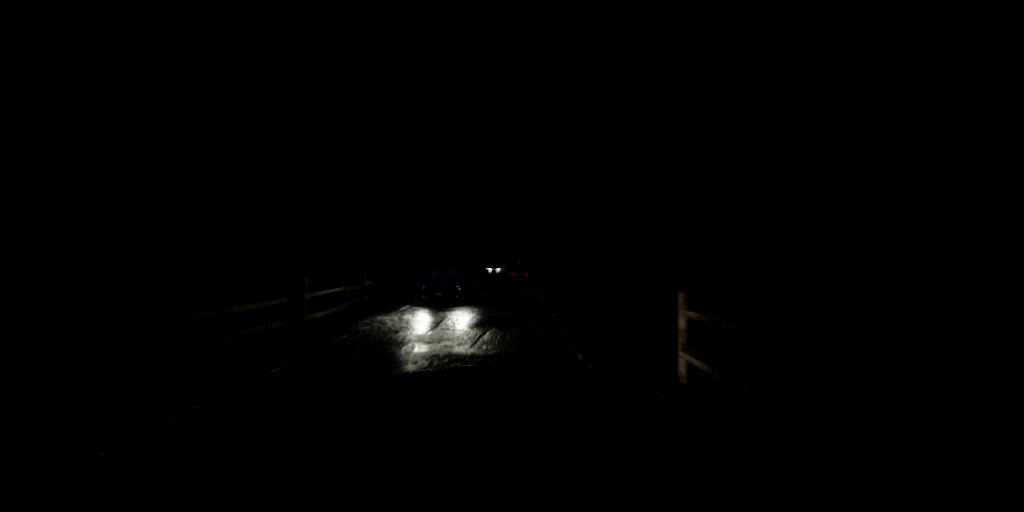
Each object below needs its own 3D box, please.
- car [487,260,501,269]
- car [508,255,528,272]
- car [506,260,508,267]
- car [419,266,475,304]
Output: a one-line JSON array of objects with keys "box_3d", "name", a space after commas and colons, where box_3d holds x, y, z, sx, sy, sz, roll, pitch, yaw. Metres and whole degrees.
[{"box_3d": [-2.827, 1.279, 57.146, 1.994, 1.385, 4.181, 0, 0, 0], "name": "car"}, {"box_3d": [0.945, 0.949, 46.221, 2.150, 2.045, 5.566, 0, 0, 0], "name": "car"}, {"box_3d": [-0.024, 1.186, 65.341, 1.882, 1.535, 5.008, 0, 0, 0], "name": "car"}, {"box_3d": [-2.856, 1.221, 16.572, 1.882, 1.535, 5.008, 0, 0, 0], "name": "car"}]
